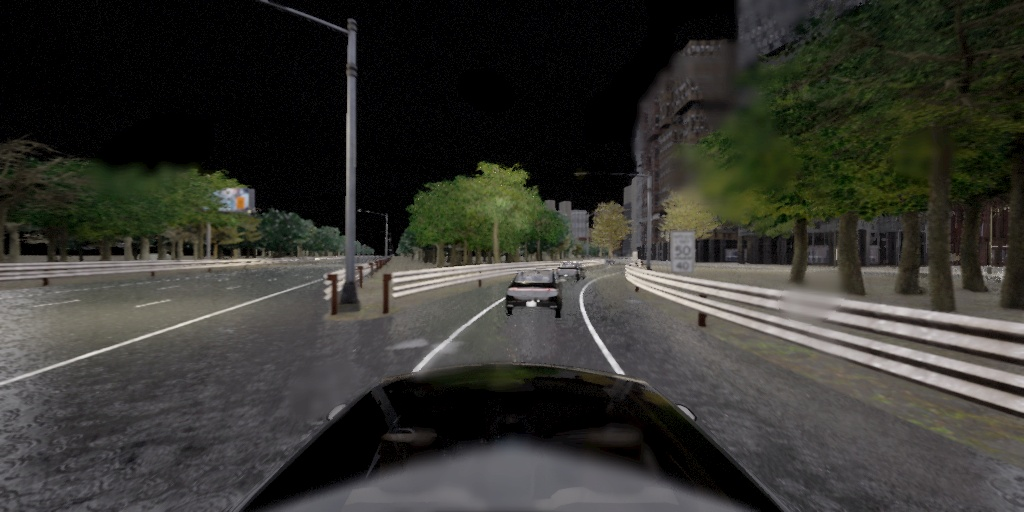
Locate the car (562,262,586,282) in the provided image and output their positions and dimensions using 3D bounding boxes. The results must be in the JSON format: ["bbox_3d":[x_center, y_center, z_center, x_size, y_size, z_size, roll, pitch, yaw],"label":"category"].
[{"bbox_3d":[4.818,1.254,29.012,2.128,1.511,4.902,0,0,20],"label":"car"}]

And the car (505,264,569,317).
[{"bbox_3d":[0.951,1.241,13.264,2.128,1.511,4.902,0,0,9],"label":"car"}]
